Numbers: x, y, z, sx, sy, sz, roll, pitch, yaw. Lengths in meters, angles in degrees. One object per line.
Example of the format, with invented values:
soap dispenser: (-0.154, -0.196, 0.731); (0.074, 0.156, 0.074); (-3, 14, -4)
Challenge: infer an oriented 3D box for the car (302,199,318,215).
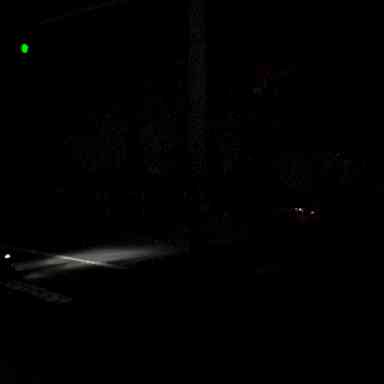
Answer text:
car: (13.079, 1.679, 34.259); (1.895, 1.301, 4.718); (-1, 0, 37)

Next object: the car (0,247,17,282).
car: (-6.287, 1.556, 6.837); (2.128, 1.511, 4.902); (-1, -1, 35)
